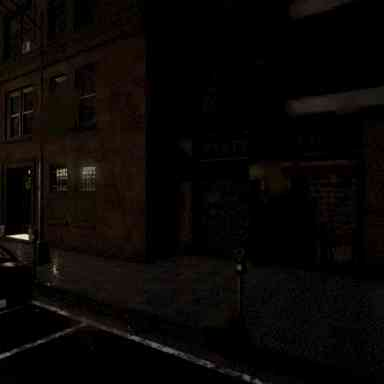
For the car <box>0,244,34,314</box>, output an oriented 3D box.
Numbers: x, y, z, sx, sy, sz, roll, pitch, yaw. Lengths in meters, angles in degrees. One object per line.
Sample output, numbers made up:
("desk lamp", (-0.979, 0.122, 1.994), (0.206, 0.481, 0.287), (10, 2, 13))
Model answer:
("car", (-4.837, 1.551, 6.518), (4.403, 1.369, 2.008), (0, 0, 35))
